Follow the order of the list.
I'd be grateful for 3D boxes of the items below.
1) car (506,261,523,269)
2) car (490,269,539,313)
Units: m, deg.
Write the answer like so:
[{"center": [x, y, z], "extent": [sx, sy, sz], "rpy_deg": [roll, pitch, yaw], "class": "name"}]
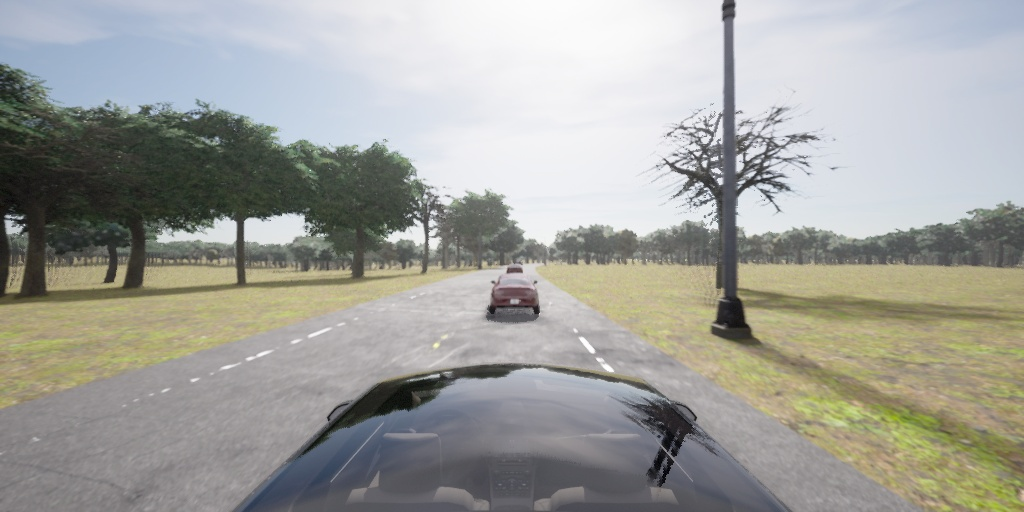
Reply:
[{"center": [0.346, 1.703, 43.519], "extent": [1.882, 1.535, 5.008], "rpy_deg": [0, 0, 1], "class": "car"}, {"center": [0.095, 1.421, 14.653], "extent": [1.812, 1.442, 4.674], "rpy_deg": [0, 0, 0], "class": "car"}]
